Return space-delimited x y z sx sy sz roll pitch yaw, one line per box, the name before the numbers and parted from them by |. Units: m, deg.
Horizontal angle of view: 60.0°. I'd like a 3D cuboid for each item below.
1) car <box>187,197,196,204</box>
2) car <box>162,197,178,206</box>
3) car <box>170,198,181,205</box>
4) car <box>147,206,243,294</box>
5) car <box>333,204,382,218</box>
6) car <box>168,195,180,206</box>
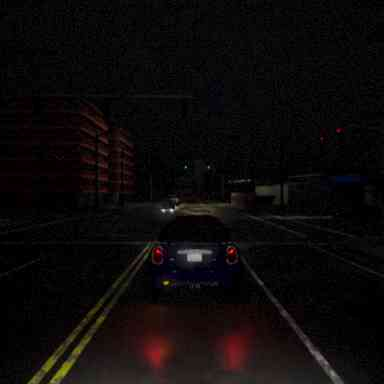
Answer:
car | -0.149 2.076 80.676 1.837 1.490 4.892 0 0 0
car | -3.693 1.925 52.894 2.033 1.411 5.357 0 0 0
car | -3.636 2.066 73.658 2.033 1.411 5.357 0 0 0
car | 0.056 1.417 9.105 2.097 1.767 4.553 0 -1 0
car | 16.407 1.834 32.588 4.718 1.301 1.895 0 0 0
car | -3.667 1.673 63.186 2.150 2.045 5.566 0 0 0
